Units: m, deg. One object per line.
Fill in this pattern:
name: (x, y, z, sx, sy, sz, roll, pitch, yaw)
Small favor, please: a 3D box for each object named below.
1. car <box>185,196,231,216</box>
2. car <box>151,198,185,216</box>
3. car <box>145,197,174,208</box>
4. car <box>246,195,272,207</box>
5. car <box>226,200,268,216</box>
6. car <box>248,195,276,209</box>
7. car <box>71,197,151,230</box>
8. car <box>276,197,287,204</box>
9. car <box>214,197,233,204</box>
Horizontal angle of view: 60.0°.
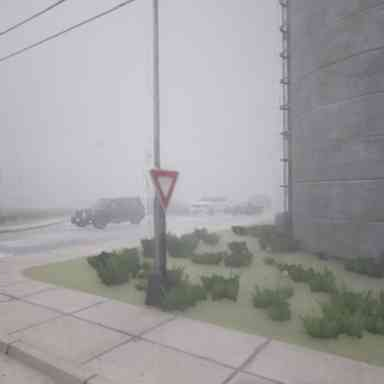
car: (2.028, 1.418, 35.161, 2.150, 2.045, 5.566, -1, -1, 34)
car: (-2.236, 1.720, 36.190, 4.611, 1.667, 2.242, -1, 0, 34)
car: (-5.376, 1.695, 55.224, 4.605, 1.855, 1.932, -1, 0, 34)
car: (11.311, 1.548, 56.250, 3.866, 1.878, 1.905, -1, 0, 34)
car: (5.702, 1.753, 33.998, 1.895, 1.301, 4.718, -1, 0, 34)
car: (9.129, 1.413, 45.721, 2.150, 2.045, 5.566, -1, -1, 34)
car: (-5.749, 1.414, 23.507, 2.150, 2.045, 5.566, -1, 0, 34)
car: (18.388, 1.744, 67.740, 4.193, 1.474, 1.816, -1, 0, 34)
car: (7.059, 1.903, 73.952, 3.905, 1.438, 1.784, -1, 0, 34)
